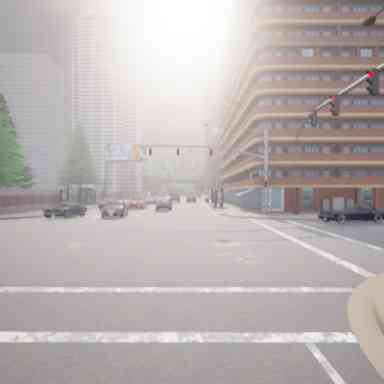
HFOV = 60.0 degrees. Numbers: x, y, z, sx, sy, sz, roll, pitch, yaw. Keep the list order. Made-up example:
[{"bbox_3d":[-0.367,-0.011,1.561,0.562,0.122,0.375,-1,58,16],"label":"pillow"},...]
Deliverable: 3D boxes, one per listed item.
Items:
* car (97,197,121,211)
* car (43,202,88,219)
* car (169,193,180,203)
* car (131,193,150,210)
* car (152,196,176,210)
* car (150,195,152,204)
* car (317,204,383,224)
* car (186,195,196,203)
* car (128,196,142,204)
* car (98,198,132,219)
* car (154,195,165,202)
[{"bbox_3d":[-10.679,1.480,43.141,1.882,1.535,5.008,0,0,0],"label":"car"},{"bbox_3d":[-10.982,1.601,29.129,1.895,1.301,4.718,0,0,7],"label":"car"},{"bbox_3d":[-3.639,1.224,69.228,2.150,2.045,5.566,0,0,0],"label":"car"},{"bbox_3d":[-7.181,1.353,43.063,2.097,1.767,4.553,0,0,0],"label":"car"},{"bbox_3d":[-3.484,1.549,42.125,2.033,1.411,5.357,0,0,0],"label":"car"},{"bbox_3d":[-7.193,1.528,57.548,1.812,1.442,4.674,0,0,0],"label":"car"},{"bbox_3d":[11.375,1.546,23.538,4.718,1.301,1.895,0,0,-13],"label":"car"},{"bbox_3d":[-0.141,1.353,70.016,2.097,1.767,4.553,0,0,0],"label":"car"},{"bbox_3d":[-10.672,1.528,62.159,1.812,1.442,4.674,0,0,0],"label":"car"},{"bbox_3d":[-6.820,1.493,29.509,2.128,1.511,4.902,0,0,-5],"label":"car"},{"bbox_3d":[-7.147,1.465,73.221,1.882,1.535,5.008,0,0,0],"label":"car"}]
